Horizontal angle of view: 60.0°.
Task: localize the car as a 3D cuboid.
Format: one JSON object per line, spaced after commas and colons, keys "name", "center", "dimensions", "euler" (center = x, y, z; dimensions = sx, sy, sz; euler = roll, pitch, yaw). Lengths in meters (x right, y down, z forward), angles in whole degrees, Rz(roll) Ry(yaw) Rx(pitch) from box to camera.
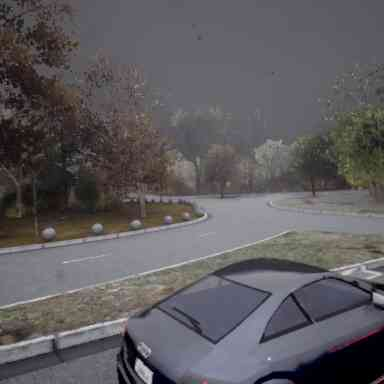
{"name": "car", "center": [1.232, 1.546, 4.078], "dimensions": [4.181, 1.385, 1.994], "euler": [-1, 0, -34]}
